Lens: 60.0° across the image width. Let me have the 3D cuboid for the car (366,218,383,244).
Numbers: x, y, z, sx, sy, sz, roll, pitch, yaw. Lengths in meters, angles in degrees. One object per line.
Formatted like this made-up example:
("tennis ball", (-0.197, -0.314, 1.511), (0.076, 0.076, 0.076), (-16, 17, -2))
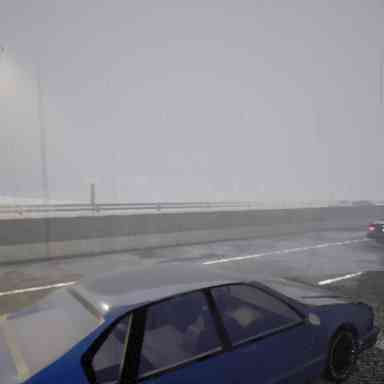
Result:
("car", (10.046, 1.624, 15.105), (5.357, 1.411, 2.033), (0, 0, -35))

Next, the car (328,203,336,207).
("car", (20.041, 1.752, 43.418), (5.357, 1.411, 2.033), (0, 0, -34))

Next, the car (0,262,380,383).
("car", (-0.072, 1.555, 3.692), (5.357, 1.411, 2.033), (0, 0, -35))

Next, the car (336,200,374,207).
("car", (19.400, 1.664, 38.774), (5.008, 1.535, 1.882), (0, 0, -34))
